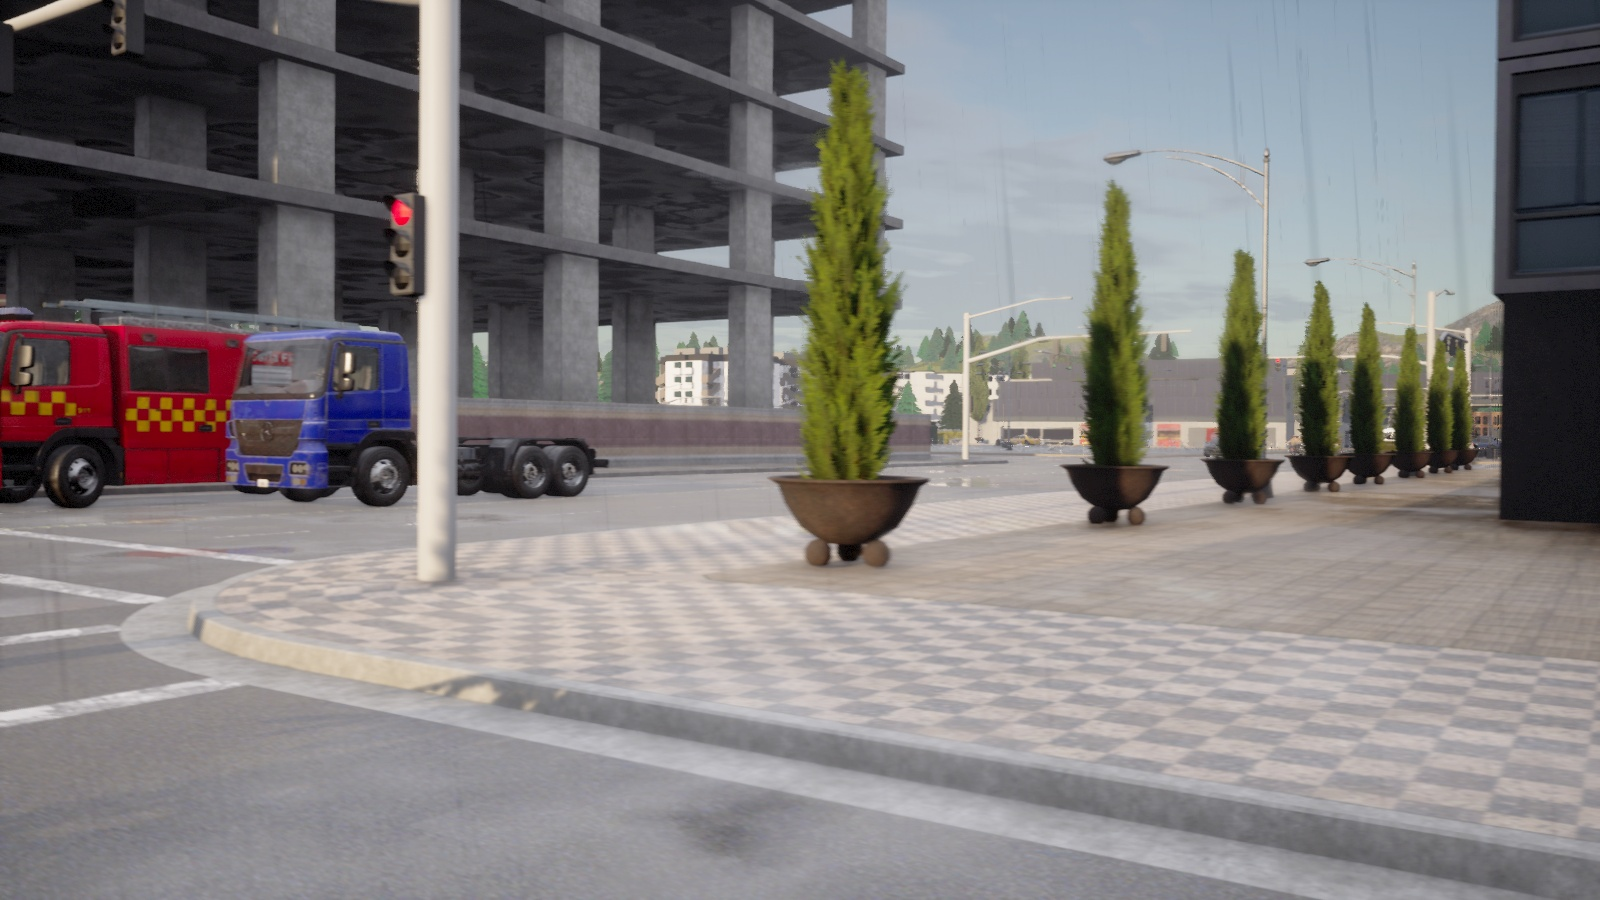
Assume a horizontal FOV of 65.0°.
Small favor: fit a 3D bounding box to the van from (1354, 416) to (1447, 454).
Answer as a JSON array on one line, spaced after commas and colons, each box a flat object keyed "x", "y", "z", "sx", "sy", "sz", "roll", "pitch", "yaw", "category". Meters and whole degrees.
[{"x": 33.526, "y": -0.837, "z": 70.124, "sx": 4.480, "sy": 2.038, "sz": 2.069, "roll": 0, "pitch": 1, "yaw": 33, "category": "van"}]

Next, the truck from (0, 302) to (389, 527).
[{"x": -12.712, "y": -0.662, "z": 25.151, "sx": 2.891, "sy": 3.827, "sz": 8.468, "roll": 0, "pitch": 1, "yaw": 34, "category": "truck"}]

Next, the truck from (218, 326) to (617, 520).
[{"x": -7.642, "y": -0.542, "z": 26.418, "sx": 2.891, "sy": 3.462, "sz": 7.936, "roll": 0, "pitch": 1, "yaw": 34, "category": "truck"}]

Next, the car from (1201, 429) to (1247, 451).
[{"x": 29.862, "y": -0.741, "z": 88.322, "sx": 1.837, "sy": 1.490, "sz": 4.892, "roll": 0, "pitch": 1, "yaw": 34, "category": "car"}]
